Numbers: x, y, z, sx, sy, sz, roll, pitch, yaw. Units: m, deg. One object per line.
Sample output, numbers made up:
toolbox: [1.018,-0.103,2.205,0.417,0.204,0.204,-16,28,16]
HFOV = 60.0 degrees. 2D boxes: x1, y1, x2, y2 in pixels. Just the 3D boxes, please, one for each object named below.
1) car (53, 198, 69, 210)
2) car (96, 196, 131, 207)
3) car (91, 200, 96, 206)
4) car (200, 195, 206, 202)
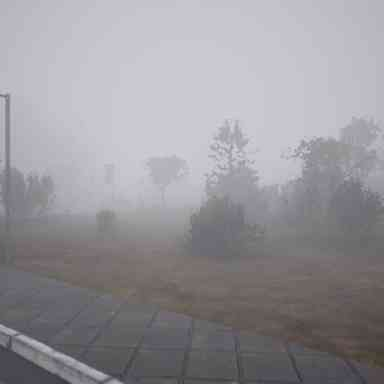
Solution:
car: [-17.685,1.484,41.197,2.128,1.511,4.902,0,0,39]
car: [-11.215,1.529,49.217,1.895,1.301,4.718,0,1,39]
car: [-13.413,1.397,52.063,1.882,1.535,5.008,0,1,39]
car: [3.244,1.212,55.957,2.128,1.511,4.902,0,1,37]
